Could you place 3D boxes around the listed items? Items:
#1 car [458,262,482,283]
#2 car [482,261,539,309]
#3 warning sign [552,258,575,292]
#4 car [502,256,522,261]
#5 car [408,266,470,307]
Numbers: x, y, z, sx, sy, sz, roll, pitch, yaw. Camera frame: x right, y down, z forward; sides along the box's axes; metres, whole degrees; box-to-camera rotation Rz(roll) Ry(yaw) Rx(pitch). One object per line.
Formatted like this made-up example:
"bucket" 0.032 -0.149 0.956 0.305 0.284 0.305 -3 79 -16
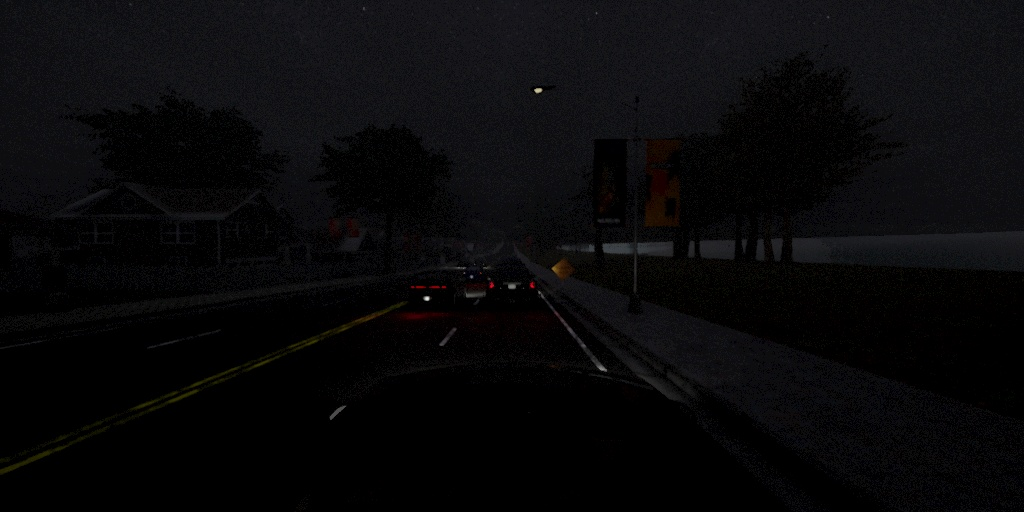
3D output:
"car" -3.249 1.513 31.244 1.812 1.442 4.674 0 0 0
"car" 0.001 1.222 15.909 2.097 1.767 4.553 0 -1 0
"warning sign" 2.847 1.022 20.209 1.300 1.860 1.060 0 0 0
"car" -0.004 1.201 30.885 2.150 2.045 5.566 0 0 0
"car" -3.247 1.382 16.157 1.837 1.490 4.892 0 0 0
